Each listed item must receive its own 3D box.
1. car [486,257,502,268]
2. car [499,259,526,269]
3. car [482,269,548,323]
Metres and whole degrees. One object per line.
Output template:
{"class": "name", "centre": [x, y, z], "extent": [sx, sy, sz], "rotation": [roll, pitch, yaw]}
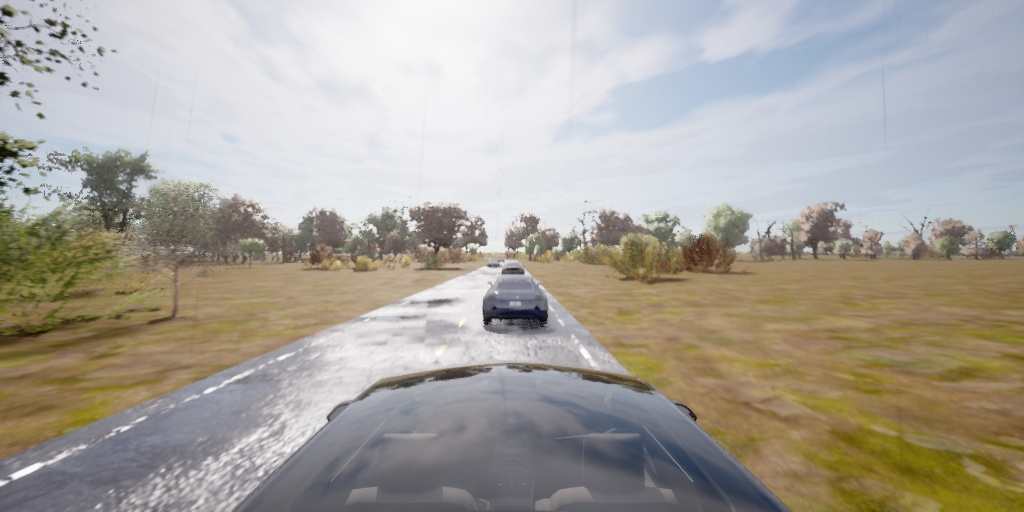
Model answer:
{"class": "car", "centre": [-3.069, 1.221, 59.521], "extent": [1.812, 1.442, 4.674], "rotation": [0, 0, 1]}
{"class": "car", "centre": [0.086, 1.236, 29.716], "extent": [1.837, 1.490, 4.892], "rotation": [0, 0, 0]}
{"class": "car", "centre": [0.094, 1.309, 12.046], "extent": [1.994, 1.385, 4.181], "rotation": [0, 0, 0]}
